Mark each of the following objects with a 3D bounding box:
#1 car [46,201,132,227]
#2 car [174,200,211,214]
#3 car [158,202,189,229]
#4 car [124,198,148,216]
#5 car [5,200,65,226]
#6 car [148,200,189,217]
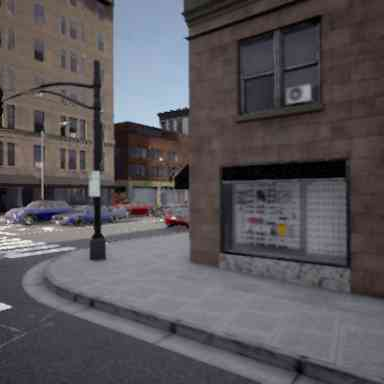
[{"bbox_3d":[-7.117,1.584,23.582,2.033,1.411,5.357,0,-1,36],"label":"car"},{"bbox_3d":[0.173,1.668,39.227,1.837,1.490,4.892,0,-1,36],"label":"car"},{"bbox_3d":[0.049,1.586,22.057,1.994,1.385,4.181,0,-1,36],"label":"car"},{"bbox_3d":[-5.735,1.451,31.041,2.097,1.767,4.553,0,-1,36],"label":"car"},{"bbox_3d":[-10.864,1.393,23.945,2.097,1.767,4.553,0,-1,36],"label":"car"},{"bbox_3d":[-1.730,1.661,31.038,1.994,1.385,4.181,0,-1,36],"label":"car"}]
